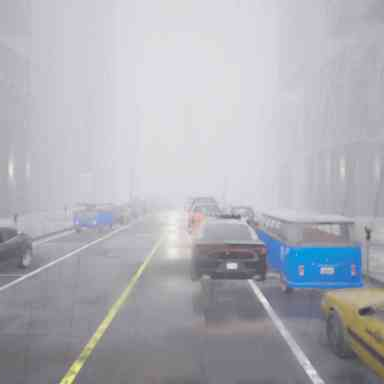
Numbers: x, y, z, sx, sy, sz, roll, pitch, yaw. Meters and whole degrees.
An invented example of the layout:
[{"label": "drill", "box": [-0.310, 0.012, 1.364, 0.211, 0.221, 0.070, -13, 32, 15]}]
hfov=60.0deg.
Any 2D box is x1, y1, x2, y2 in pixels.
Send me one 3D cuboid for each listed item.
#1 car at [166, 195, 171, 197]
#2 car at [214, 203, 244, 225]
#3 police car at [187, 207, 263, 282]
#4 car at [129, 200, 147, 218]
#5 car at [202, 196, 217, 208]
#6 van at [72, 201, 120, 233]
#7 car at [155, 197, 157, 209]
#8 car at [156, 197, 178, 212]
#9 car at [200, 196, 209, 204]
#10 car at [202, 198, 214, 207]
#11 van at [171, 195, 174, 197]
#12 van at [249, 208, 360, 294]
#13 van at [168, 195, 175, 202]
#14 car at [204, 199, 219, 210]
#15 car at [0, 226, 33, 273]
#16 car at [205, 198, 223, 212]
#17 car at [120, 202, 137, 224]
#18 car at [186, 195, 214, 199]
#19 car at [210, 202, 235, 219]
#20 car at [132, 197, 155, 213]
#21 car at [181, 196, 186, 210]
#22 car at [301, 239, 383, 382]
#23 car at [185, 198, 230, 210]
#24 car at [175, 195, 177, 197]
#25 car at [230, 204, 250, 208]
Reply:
[{"label": "car", "box": [-5.747, 1.741, 65.004, 1.967, 1.590, 4.097, 0, 0, 0]}, {"label": "car", "box": [2.768, 1.643, 25.725, 1.752, 1.417, 4.829, 0, 0, 0]}, {"label": "police car", "box": [0.903, 1.471, 10.073, 1.930, 1.638, 5.238, 0, 0, 0]}, {"label": "car", "box": [-5.756, 1.710, 31.183, 1.947, 1.339, 4.313, 0, 0, 0]}, {"label": "car", "box": [2.775, 1.563, 53.738, 2.192, 1.841, 5.009, 0, 0, 0]}, {"label": "van", "box": [-5.760, 1.433, 19.910, 1.690, 1.788, 3.998, 0, 0, 0]}, {"label": "car", "box": [-5.753, 1.741, 42.456, 1.887, 1.381, 4.507, 0, 0, 0]}, {"label": "car", "box": [-3.057, 1.717, 41.556, 1.812, 1.442, 4.674, 0, 0, 0]}, {"label": "car", "box": [2.781, 1.793, 76.281, 1.967, 1.590, 4.097, 0, 0, 0]}, {"label": "car", "box": [2.777, 1.819, 59.373, 1.887, 1.381, 4.507, 0, 0, 0]}, {"label": "van", "box": [-5.744, 1.694, 76.277, 1.690, 1.788, 3.998, 0, 0, 0]}, {"label": "van", "box": [2.762, 1.381, 8.647, 1.690, 1.788, 3.998, 0, 0, 0]}, {"label": "van", "box": [-5.740, 1.778, 93.187, 1.690, 1.788, 3.998, 0, 0, 0]}, {"label": "car", "box": [2.774, 1.787, 48.100, 1.947, 1.339, 4.313, 0, 0, 0]}, {"label": "car", "box": [-5.762, 1.606, 8.636, 1.947, 1.339, 4.313, 0, 0, 0]}, {"label": "car", "box": [2.772, 1.636, 42.464, 1.967, 1.590, 4.097, 0, 0, 0]}, {"label": "car", "box": [-5.757, 1.684, 25.546, 1.947, 1.339, 4.313, 0, 0, 0]}, {"label": "car", "box": [0.866, 1.342, 25.994, 2.150, 2.045, 5.566, 0, 0, 0]}, {"label": "car", "box": [2.769, 1.694, 31.191, 2.008, 1.369, 4.403, 0, 0, 0]}, {"label": "car", "box": [-5.755, 1.485, 36.820, 2.192, 1.841, 5.009, 0, 0, 0]}, {"label": "car", "box": [0.039, 1.428, 45.805, 2.150, 2.045, 5.566, 0, -1, 1]}, {"label": "car", "box": [2.761, 1.540, 3.180, 1.752, 1.417, 4.829, 0, 0, 0]}, {"label": "car", "box": [0.778, 1.443, 19.913, 2.097, 1.767, 4.553, 0, 0, -1]}, {"label": "car", "box": [-5.741, 1.959, 87.549, 2.008, 1.369, 4.403, 0, 0, 0]}, {"label": "car", "box": [2.766, 1.531, 19.920, 1.967, 1.590, 4.097, 0, 0, 0]}]
